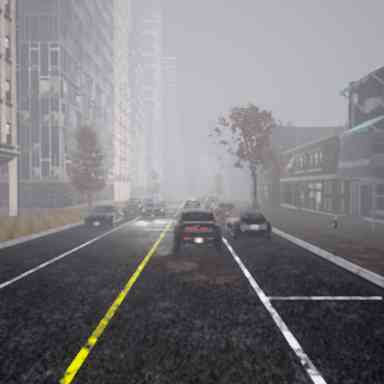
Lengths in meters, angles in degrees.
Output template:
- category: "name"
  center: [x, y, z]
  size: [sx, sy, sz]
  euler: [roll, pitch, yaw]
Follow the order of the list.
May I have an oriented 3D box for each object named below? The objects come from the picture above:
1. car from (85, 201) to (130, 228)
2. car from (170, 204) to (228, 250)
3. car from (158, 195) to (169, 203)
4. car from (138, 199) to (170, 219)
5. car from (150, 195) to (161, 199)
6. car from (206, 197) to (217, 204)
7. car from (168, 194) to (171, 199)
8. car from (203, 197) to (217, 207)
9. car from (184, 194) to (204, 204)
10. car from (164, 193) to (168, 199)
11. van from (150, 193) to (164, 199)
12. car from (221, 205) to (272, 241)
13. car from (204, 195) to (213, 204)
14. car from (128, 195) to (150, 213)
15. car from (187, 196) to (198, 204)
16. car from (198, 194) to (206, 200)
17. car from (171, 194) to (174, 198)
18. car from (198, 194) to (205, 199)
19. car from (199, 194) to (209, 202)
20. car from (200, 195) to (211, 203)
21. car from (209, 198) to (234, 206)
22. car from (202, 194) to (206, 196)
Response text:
- category: "car"
  center: [-5.671, 1.502, 21.959]
  size: [1.947, 1.339, 4.313]
  euler: [-1, 0, 0]
- category: "car"
  center: [0.166, 1.463, 14.149]
  size: [1.837, 1.490, 4.892]
  euler: [0, 0, -2]
- category: "car"
  center: [-5.712, 1.392, 67.112]
  size: [1.802, 1.307, 4.206]
  euler: [-1, 0, 0]
- category: "car"
  center: [-3.100, 1.518, 28.475]
  size: [1.895, 1.301, 4.718]
  euler: [0, 0, 0]
- category: "car"
  center: [-5.673, 1.437, 44.536]
  size: [1.947, 1.339, 4.313]
  euler: [-1, 0, 0]
- category: "car"
  center: [2.676, 1.485, 33.194]
  size: [1.802, 1.307, 4.206]
  euler: [-1, 0, 0]
- category: "car"
  center: [-5.720, 1.140, 61.467]
  size: [2.192, 1.841, 5.009]
  euler: [-1, 0, 0]
- category: "car"
  center: [2.673, 1.422, 50.126]
  size: [1.947, 1.339, 4.313]
  euler: [-1, 0, 0]
- category: "car"
  center: [0.096, 1.376, 39.657]
  size: [2.128, 1.511, 4.902]
  euler: [0, 0, 0]
- category: "car"
  center: [-5.691, 1.391, 55.824]
  size: [2.008, 1.369, 4.403]
  euler: [-1, 0, 0]
- category: "van"
  center: [-5.681, 1.197, 50.179]
  size: [1.690, 1.788, 3.998]
  euler: [-1, 0, 0]
- category: "car"
  center: [2.677, 1.518, 16.262]
  size: [1.947, 1.339, 4.313]
  euler: [-1, 0, 0]
- category: "car"
  center: [2.674, 1.412, 39.007]
  size: [1.752, 1.417, 4.829]
  euler: [-1, 0, 0]
- category: "car"
  center: [-5.673, 1.343, 33.247]
  size: [1.967, 1.590, 4.097]
  euler: [-1, 0, 0]
- category: "car"
  center: [0.095, 1.424, 62.102]
  size: [1.895, 1.301, 4.718]
  euler: [0, 0, 0]
- category: "car"
  center: [2.669, 1.294, 89.634]
  size: [1.887, 1.381, 4.507]
  euler: [-1, 0, 0]
- category: "car"
  center: [-5.709, 1.360, 72.756]
  size: [1.947, 1.339, 4.313]
  euler: [-1, 0, 0]
- category: "car"
  center: [2.668, 1.285, 95.277]
  size: [2.008, 1.369, 4.403]
  euler: [-1, 0, 0]
- category: "car"
  center: [2.669, 1.235, 72.701]
  size: [1.967, 1.590, 4.097]
  euler: [-1, 0, 0]
- category: "car"
  center: [2.672, 1.376, 67.057]
  size: [1.947, 1.339, 4.313]
  euler: [-1, 0, 0]
- category: "car"
  center: [2.676, 1.464, 27.550]
  size: [1.887, 1.381, 4.507]
  euler: [-1, 0, 0]
- category: "car"
  center: [2.672, 1.311, 44.481]
  size: [1.967, 1.590, 4.097]
  euler: [-1, 0, 0]
